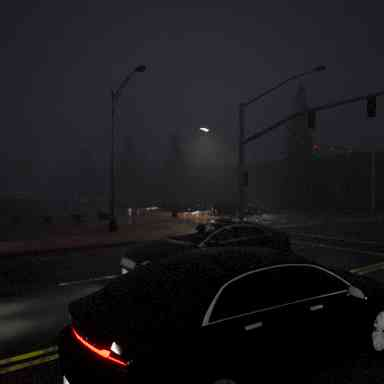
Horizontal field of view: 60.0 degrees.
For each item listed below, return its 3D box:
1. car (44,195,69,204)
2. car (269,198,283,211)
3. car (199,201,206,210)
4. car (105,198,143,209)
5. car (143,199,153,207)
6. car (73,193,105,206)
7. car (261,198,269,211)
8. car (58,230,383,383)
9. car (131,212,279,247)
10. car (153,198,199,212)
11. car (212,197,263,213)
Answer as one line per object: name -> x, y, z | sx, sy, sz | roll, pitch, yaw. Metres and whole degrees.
car -> -26.167, 1.352, 63.841 | 4.553, 1.767, 2.097 | 0, 0, 9
car -> 9.065, 1.477, 41.785 | 1.882, 1.535, 5.008 | 0, 0, -37
car -> -0.311, 1.505, 41.936 | 1.837, 1.490, 4.892 | 0, 0, -41
car -> -9.429, 1.526, 45.785 | 4.674, 1.442, 1.812 | 0, 0, 36
car -> -7.659, 1.564, 48.762 | 4.181, 1.385, 1.994 | 0, 0, 35
car -> -16.664, 1.221, 54.051 | 5.566, 2.045, 2.150 | 0, 0, 20
car -> 5.280, 1.352, 34.786 | 2.097, 1.767, 4.553 | 0, 0, -37
car -> 0.858, 1.505, 4.408 | 4.892, 1.490, 1.837 | 0, 0, -35
car -> 0.530, 1.491, 8.672 | 4.902, 1.511, 2.128 | 0, 0, -36
car -> -1.964, 1.547, 38.708 | 2.033, 1.411, 5.357 | 0, 0, -39
car -> 3.840, 1.505, 30.883 | 1.837, 1.490, 4.892 | 0, 0, -36
